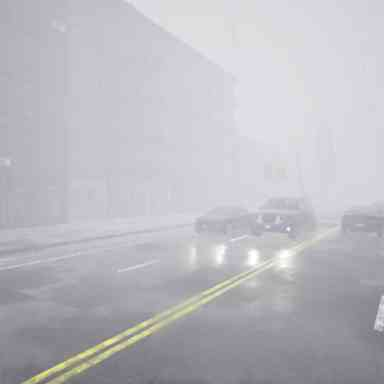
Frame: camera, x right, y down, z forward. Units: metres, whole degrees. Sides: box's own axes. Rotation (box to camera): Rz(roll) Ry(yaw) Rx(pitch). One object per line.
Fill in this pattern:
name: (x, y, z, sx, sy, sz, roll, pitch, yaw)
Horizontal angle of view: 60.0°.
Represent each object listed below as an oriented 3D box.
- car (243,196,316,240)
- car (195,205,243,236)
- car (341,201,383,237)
car: (4.999, 1.236, 17.661, 2.150, 2.045, 5.566, 0, 0, 33)
car: (2.015, 1.511, 19.026, 1.882, 1.535, 5.008, 0, 0, 33)
car: (9.591, 1.474, 18.417, 1.882, 1.535, 5.008, 0, 0, 33)
